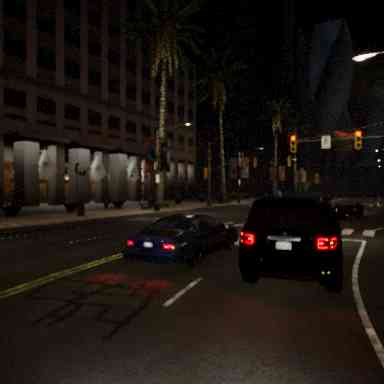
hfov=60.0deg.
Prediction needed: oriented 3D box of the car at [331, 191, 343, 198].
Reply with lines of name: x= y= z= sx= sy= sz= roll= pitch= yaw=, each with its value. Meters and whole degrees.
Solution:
car: x=34.022 y=0.647 z=77.991 sx=1.882 sy=1.535 sz=5.008 roll=0 pitch=1 yaw=30

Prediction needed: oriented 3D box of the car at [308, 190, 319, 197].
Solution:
car: x=32.295 y=0.403 z=88.313 sx=2.185 sy=1.767 sz=4.553 roll=0 pitch=1 yaw=29

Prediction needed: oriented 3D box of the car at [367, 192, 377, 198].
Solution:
car: x=42.574 y=0.708 z=78.848 sx=2.033 sy=1.411 sz=5.357 roll=0 pitch=1 yaw=29

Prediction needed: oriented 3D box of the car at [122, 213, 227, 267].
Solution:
car: x=-0.071 y=1.420 z=11.049 sx=2.033 sy=1.411 sz=5.357 roll=0 pitch=1 yaw=26

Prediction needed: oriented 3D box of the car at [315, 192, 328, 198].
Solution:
car: x=30.967 y=0.670 z=79.699 sx=2.128 sy=1.511 sz=4.902 roll=0 pitch=1 yaw=30

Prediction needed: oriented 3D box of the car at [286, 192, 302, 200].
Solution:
car: x=21.292 y=0.759 z=69.344 sx=2.161 sy=1.482 sz=4.786 roll=0 pitch=1 yaw=29

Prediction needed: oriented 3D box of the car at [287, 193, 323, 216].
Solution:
car: x=9.980 y=1.036 z=29.083 sx=2.097 sy=1.767 sz=4.553 roll=0 pitch=1 yaw=30

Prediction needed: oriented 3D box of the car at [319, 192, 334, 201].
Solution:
car: x=25.942 y=0.792 z=64.013 sx=1.882 sy=1.535 sz=5.008 roll=0 pitch=1 yaw=30

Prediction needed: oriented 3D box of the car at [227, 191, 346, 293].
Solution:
car: x=2.859 y=1.122 z=9.019 sx=2.150 sy=2.045 sz=5.566 roll=0 pitch=1 yaw=23

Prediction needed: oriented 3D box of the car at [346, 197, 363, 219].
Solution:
car: x=12.354 y=1.322 z=26.197 sx=1.895 sy=1.301 sz=4.718 roll=0 pitch=1 yaw=30

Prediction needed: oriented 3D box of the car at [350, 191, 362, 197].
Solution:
car: x=39.740 y=0.497 z=80.946 sx=2.097 sy=1.767 sz=4.553 roll=0 pitch=1 yaw=29
